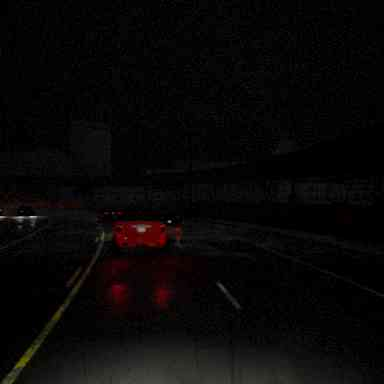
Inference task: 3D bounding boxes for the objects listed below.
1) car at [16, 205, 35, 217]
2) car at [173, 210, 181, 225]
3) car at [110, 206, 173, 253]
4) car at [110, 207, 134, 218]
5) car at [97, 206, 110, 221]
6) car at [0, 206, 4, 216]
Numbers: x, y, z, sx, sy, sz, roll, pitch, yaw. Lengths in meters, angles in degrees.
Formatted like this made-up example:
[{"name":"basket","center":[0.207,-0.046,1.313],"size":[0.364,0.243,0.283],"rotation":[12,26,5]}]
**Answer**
[{"name":"car","center":[-22.251,2.501,44.533],"size":[1.812,1.442,4.674],"rotation":[2,-3,-32]},{"name":"car","center":[-2.403,2.033,27.485],"size":[1.895,1.301,4.718],"rotation":[1,-2,-19]},{"name":"car","center":[-2.296,1.434,14.294],"size":[2.097,1.767,4.553],"rotation":[1,-1,-12]},{"name":"car","center":[-9.143,2.587,43.102],"size":[1.895,1.301,4.718],"rotation":[1,-3,-27]},{"name":"car","center":[-8.354,2.155,33.486],"size":[2.033,1.411,5.357],"rotation":[1,-3,-23]},{"name":"car","center":[-26.746,2.458,44.991],"size":[1.882,1.535,5.008],"rotation":[2,-3,-34]}]
